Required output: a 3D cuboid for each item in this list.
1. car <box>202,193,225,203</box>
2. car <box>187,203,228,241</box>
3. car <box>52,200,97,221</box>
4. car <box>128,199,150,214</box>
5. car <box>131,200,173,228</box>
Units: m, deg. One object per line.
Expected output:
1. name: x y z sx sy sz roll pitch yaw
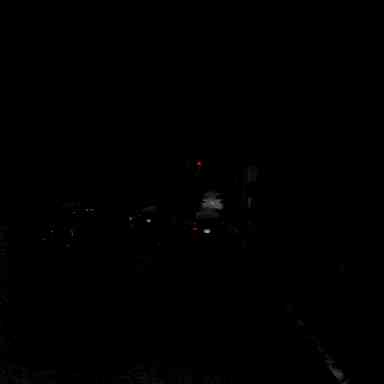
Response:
1. car: 2.189 1.115 34.461 2.150 2.045 5.566 0 0 5
2. car: 0.800 1.508 16.609 1.812 1.442 4.674 0 0 4
3. car: -9.222 1.404 26.389 1.882 1.535 5.008 0 0 5
4. car: -5.023 1.433 34.240 2.033 1.411 5.357 0 0 5
5. car: -2.356 1.485 21.698 1.812 1.442 4.674 0 0 4
